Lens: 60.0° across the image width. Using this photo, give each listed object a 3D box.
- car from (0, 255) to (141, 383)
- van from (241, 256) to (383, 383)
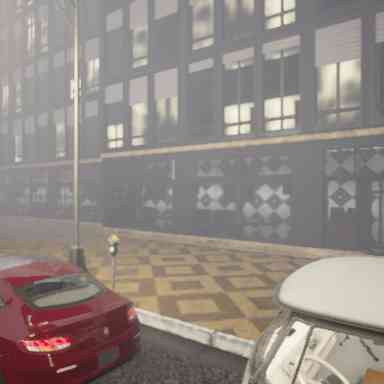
[{"bbox_3d":[-2.560,1.571,4.699,4.206,1.307,1.802,0,0,35],"label":"car"},{"bbox_3d":[2.079,1.343,1.390,3.998,1.788,1.690,0,0,35],"label":"van"}]
